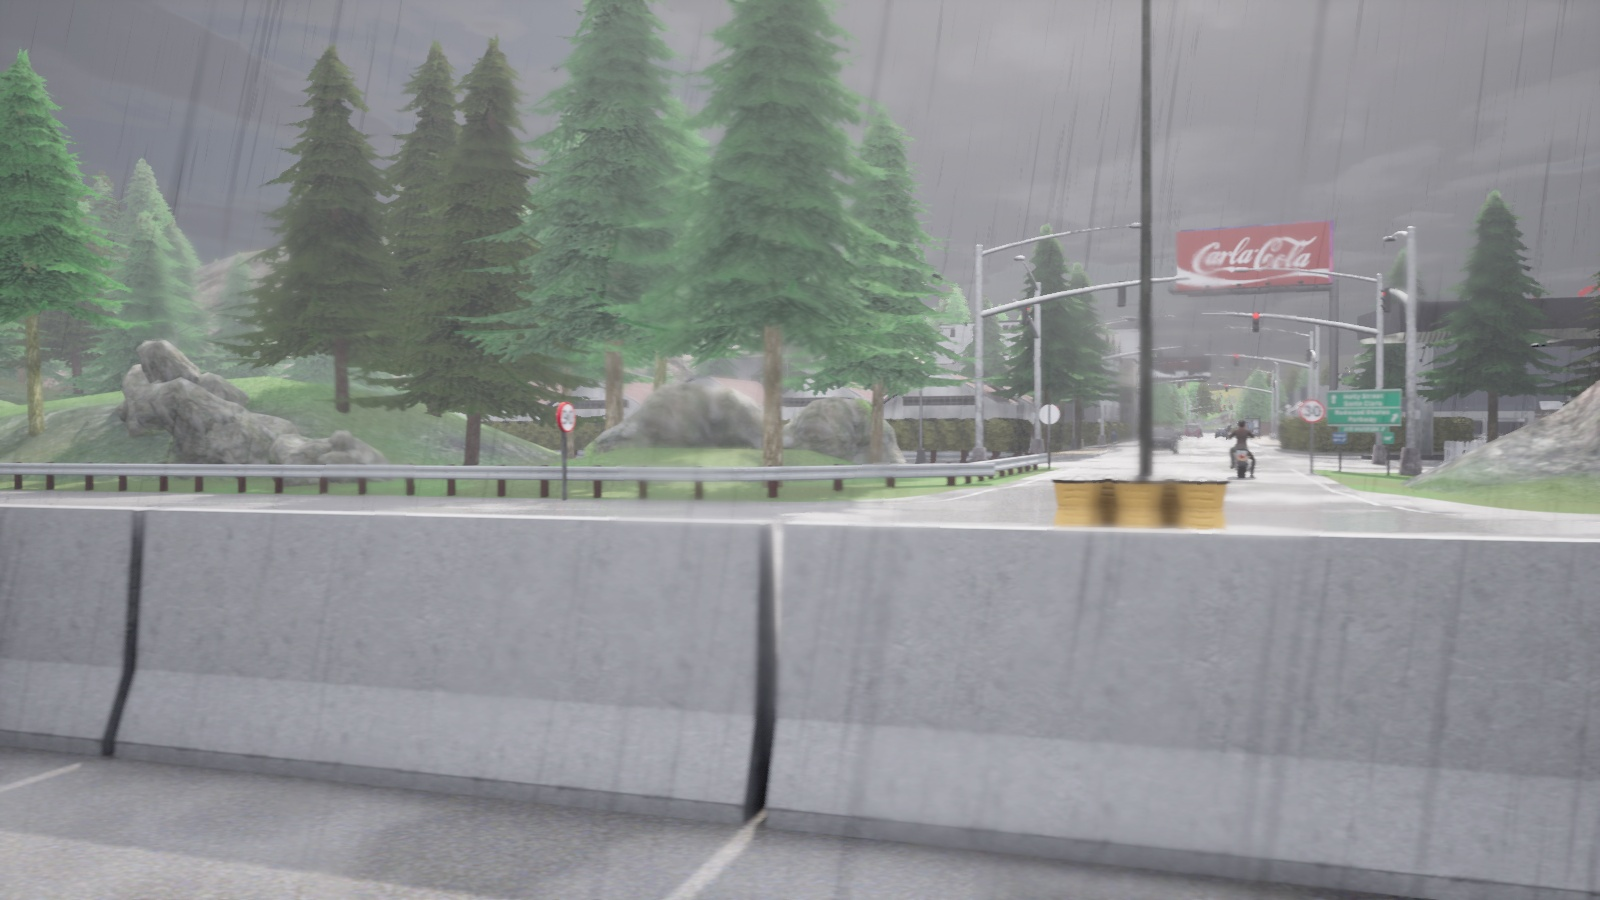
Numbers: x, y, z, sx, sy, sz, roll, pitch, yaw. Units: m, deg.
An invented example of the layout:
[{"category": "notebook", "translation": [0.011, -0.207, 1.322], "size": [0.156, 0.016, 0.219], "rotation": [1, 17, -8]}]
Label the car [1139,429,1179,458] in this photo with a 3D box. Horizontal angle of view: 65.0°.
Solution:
[{"category": "car", "translation": [19.488, -0.366, 68.027], "size": [1.837, 1.490, 4.892], "rotation": [2, 1, 19]}]

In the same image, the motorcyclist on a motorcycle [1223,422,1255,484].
[{"category": "motorcyclist on a motorcycle", "translation": [12.174, 0.069, 34.860], "size": [0.766, 1.649, 2.350], "rotation": [1, 1, 18]}]
